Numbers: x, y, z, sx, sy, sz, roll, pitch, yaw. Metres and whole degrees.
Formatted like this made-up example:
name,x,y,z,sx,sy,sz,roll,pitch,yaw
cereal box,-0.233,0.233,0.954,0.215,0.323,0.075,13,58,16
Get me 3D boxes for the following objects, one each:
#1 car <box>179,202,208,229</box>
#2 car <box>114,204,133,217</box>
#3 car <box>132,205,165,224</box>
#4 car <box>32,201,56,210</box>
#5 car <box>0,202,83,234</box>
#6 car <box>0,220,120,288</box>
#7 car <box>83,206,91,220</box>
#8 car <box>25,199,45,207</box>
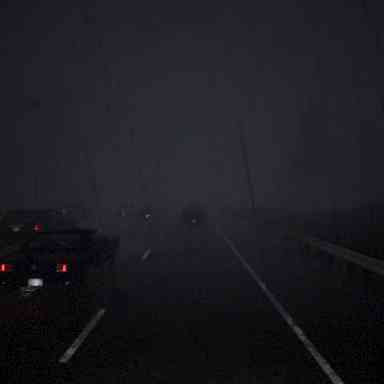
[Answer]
name,x,y,z,sx,sy,sz,roll,pitch,yaw
car,0.119,1.716,23.421,1.882,1.535,5.008,0,0,0
car,-6.870,1.962,35.671,1.895,1.301,4.718,0,-1,0
car,-3.376,1.843,27.464,1.994,1.385,4.181,0,-1,0
car,-24.499,2.158,55.172,1.895,1.301,4.718,0,-1,1
car,-6.887,1.506,15.184,2.097,1.767,4.553,0,-1,0
car,-3.394,1.698,9.464,1.895,1.301,4.718,0,-1,0
car,-10.375,1.646,29.037,2.097,1.767,4.553,0,-1,0
car,-31.445,2.197,66.678,1.812,1.442,4.674,0,-1,0
